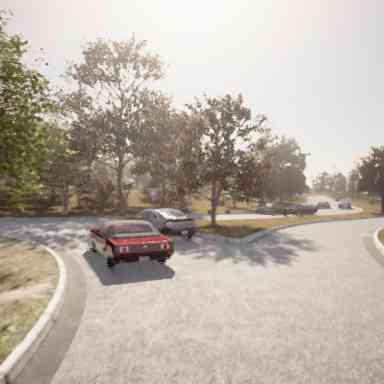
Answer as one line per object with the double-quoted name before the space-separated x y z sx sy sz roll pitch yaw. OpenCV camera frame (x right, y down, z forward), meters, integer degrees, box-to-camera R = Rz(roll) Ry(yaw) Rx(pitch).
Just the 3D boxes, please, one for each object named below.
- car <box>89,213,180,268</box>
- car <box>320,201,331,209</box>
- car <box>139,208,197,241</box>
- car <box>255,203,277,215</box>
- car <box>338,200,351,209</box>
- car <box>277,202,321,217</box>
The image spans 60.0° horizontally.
"car" -2.307 1.626 11.491 1.895 1.301 4.718 0 0 -25
"car" 22.872 2.181 57.636 1.994 1.385 4.181 0 0 21
"car" -1.705 1.531 16.261 2.128 1.511 4.902 0 0 -35
"car" 9.201 1.936 38.677 4.181 1.385 1.994 1 -1 -40
"car" 25.811 2.112 56.255 2.128 1.511 4.902 0 0 21
"car" 11.771 1.981 36.491 4.718 1.301 1.895 1 -1 -40
